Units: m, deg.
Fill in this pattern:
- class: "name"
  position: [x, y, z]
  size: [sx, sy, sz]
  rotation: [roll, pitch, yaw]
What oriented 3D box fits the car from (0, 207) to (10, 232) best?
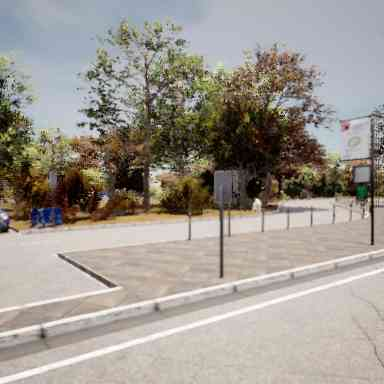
- class: "car"
  position: [-11.576, 1.262, 18.486]
  size: [2.185, 1.767, 4.553]
  rotation: [0, 0, -36]
